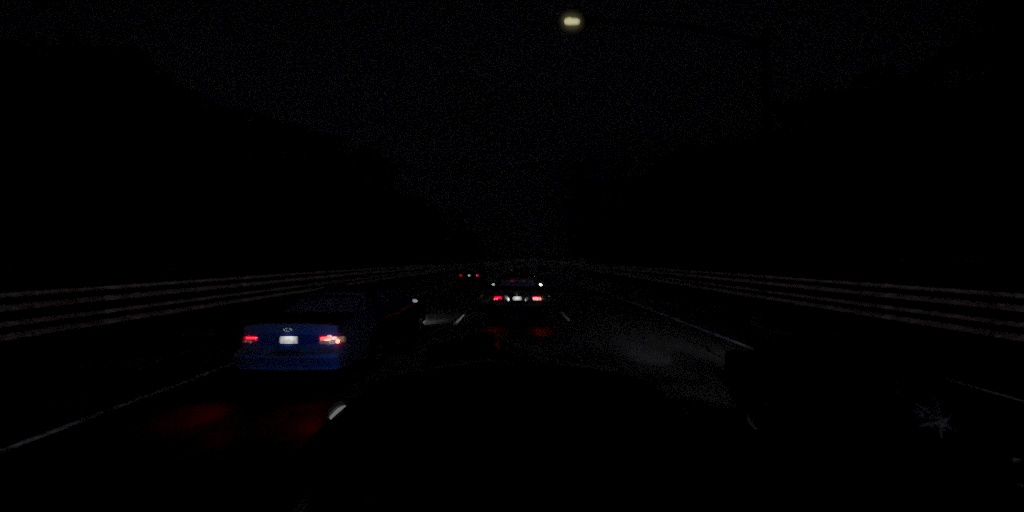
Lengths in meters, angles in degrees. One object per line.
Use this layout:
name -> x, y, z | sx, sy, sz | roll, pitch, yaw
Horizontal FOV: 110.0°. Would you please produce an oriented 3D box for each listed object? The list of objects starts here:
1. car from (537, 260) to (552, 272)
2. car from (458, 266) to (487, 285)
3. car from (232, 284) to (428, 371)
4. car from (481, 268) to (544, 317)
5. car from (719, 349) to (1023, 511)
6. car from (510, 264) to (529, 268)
car -> 5.149, 1.807, 57.842 | 1.994, 1.385, 4.181 | 0, -1, 3
car -> -3.016, 1.473, 28.317 | 2.033, 1.411, 5.357 | 0, 0, 2
car -> -3.366, 1.330, 7.939 | 2.033, 1.411, 5.357 | 0, 0, 0
car -> 0.187, 1.365, 13.500 | 2.033, 1.411, 5.357 | 0, 0, 1
car -> 3.504, 1.356, 2.321 | 1.895, 1.301, 4.718 | 0, 0, 0
car -> 0.763, 1.531, 36.819 | 1.812, 1.442, 4.674 | 0, 0, 2
